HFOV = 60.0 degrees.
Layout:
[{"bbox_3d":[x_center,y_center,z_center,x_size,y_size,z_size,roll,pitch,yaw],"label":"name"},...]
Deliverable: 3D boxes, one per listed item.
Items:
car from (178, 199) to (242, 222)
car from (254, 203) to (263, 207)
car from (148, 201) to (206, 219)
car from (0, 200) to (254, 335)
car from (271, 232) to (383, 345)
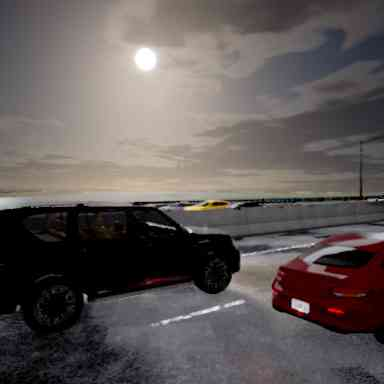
[{"bbox_3d":[1.489,1.379,26.480,5.008,1.535,1.882,0,0,-35],"label":"car"},{"bbox_3d":[3.451,1.428,23.582,4.674,1.442,1.812,0,0,-35],"label":"car"},{"bbox_3d":[-1.240,1.506,28.842,4.718,1.301,1.895,0,0,-35],"label":"car"},{"bbox_3d":[-1.513,1.204,6.961,5.566,2.045,2.150,0,0,-35],"label":"car"},{"bbox_3d":[3.463,1.489,6.202,4.674,1.442,1.812,0,0,-35],"label":"car"}]
